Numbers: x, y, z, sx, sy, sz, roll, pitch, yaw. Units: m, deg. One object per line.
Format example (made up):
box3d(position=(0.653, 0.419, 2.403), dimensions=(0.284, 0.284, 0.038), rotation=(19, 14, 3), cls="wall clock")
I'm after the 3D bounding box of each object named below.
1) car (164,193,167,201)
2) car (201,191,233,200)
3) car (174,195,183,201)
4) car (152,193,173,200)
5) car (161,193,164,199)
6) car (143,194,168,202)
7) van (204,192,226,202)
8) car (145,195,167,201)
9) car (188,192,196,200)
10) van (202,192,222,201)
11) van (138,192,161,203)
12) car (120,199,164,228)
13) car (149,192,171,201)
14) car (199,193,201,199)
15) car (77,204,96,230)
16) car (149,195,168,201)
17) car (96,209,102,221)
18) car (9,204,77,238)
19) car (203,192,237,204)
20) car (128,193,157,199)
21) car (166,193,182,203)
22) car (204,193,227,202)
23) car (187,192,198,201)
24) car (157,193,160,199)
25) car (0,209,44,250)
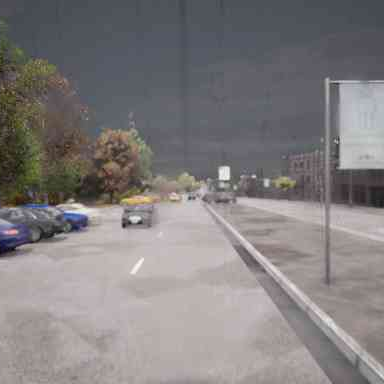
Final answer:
box3d(position=(-8.364, 1.406, 72.669), dimensions=(4.674, 1.452, 2.002), rotation=(-1, 0, 0), cls="car")
box3d(position=(4.697, 0.939, 55.959), dimensions=(5.566, 2.045, 2.435), rotation=(-1, 0, 0), cls="car")
box3d(position=(-3.295, 1.413, 79.556), dimensions=(1.994, 1.385, 4.181), rotation=(-1, 0, 0), cls="car")
box3d(position=(-8.386, 1.237, 94.950), dimensions=(5.566, 2.045, 2.435), rotation=(-1, 0, 0), cls="car")
box3d(position=(-8.326, 1.204, 64.317), dimensions=(4.553, 1.767, 2.185), rotation=(-1, 0, 0), cls="car")
box3d(position=(-8.187, 1.374, 75.454), dimensions=(5.366, 1.575, 1.946), rotation=(-1, 0, 0), cls="car")
box3d(position=(4.830, 1.001, 69.975), dimensions=(4.442, 1.987, 1.878), rotation=(-1, 0, 0), cls="van")
box3d(position=(-8.372, 1.392, 78.240), dimensions=(5.008, 1.535, 2.097), rotation=(-1, 0, 0), cls="car")
box3d(position=(-0.070, 1.088, 89.592), dimensions=(2.150, 2.045, 5.566), rotation=(-1, 0, 0), cls="car")
box3d(position=(4.588, 1.029, 75.581), dimensions=(4.442, 1.987, 1.878), rotation=(-1, 0, 0), cls="van")
box3d(position=(-8.477, 1.115, 67.098), dimensions=(4.442, 1.987, 1.878), rotation=(-1, 0, 0), cls="van")
box3d(position=(-3.274, 1.424, 21.534), dimensions=(2.128, 1.511, 4.902), rotation=(-1, 0, 0), cls="car")
box3d(position=(-8.370, 1.181, 86.595), dimensions=(5.566, 2.045, 2.435), rotation=(-1, 0, 0), cls="car")
box3d(position=(4.693, 0.954, 64.370), dimensions=(5.566, 2.045, 2.435), rotation=(-1, 0, 0), cls="car")
box3d(position=(-8.352, 1.473, 18.759), dimensions=(5.008, 1.535, 2.097), rotation=(-1, 0, 0), cls="car")
box3d(position=(-8.418, 1.448, 83.810), dimensions=(4.792, 1.488, 2.163), rotation=(-1, 0, 0), cls="car")
box3d(position=(-8.344, 1.497, 21.908), dimensions=(4.674, 1.452, 2.002), rotation=(-1, 0, 0), cls="car")
box3d(position=(-8.340, 1.490, 15.486), dimensions=(4.892, 1.521, 2.231), rotation=(-1, 0, 0), cls="car")
box3d(position=(4.735, 1.194, 53.159), dimensions=(4.892, 1.521, 2.231), rotation=(-1, 0, 0), cls="car")
box3d(position=(-8.345, 1.322, 50.393), dimensions=(5.008, 1.535, 2.097), rotation=(-1, 0, 0), cls="car")
box3d(position=(-3.295, 1.276, 63.322), dimensions=(1.882, 1.535, 5.008), rotation=(-1, 0, 1), cls="car")
box3d(position=(4.751, 1.089, 67.170), dimensions=(4.553, 1.767, 2.185), rotation=(-1, 0, 0), cls="car")
box3d(position=(-0.045, 1.314, 79.116), dimensions=(1.882, 1.535, 5.008), rotation=(-1, 0, 0), cls="car")
box3d(position=(-8.356, 1.314, 55.961), dimensions=(5.008, 1.535, 2.097), rotation=(-1, 0, 0), cls="car")
box3d(position=(-8.342, 1.545, 12.210), dimensions=(4.674, 1.452, 2.002), rotation=(-1, 0, 0), cls="car")
